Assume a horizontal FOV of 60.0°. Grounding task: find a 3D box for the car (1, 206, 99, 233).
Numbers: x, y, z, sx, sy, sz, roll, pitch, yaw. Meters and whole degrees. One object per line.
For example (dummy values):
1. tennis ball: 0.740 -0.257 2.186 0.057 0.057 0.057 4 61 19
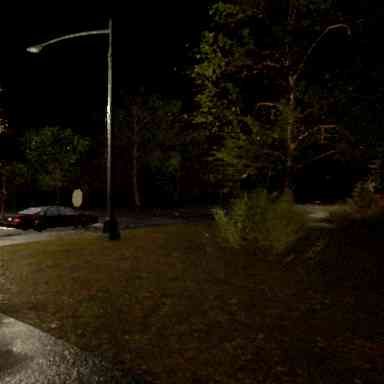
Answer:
1. car: -8.096 1.504 19.503 2.033 1.411 5.357 0 0 36
